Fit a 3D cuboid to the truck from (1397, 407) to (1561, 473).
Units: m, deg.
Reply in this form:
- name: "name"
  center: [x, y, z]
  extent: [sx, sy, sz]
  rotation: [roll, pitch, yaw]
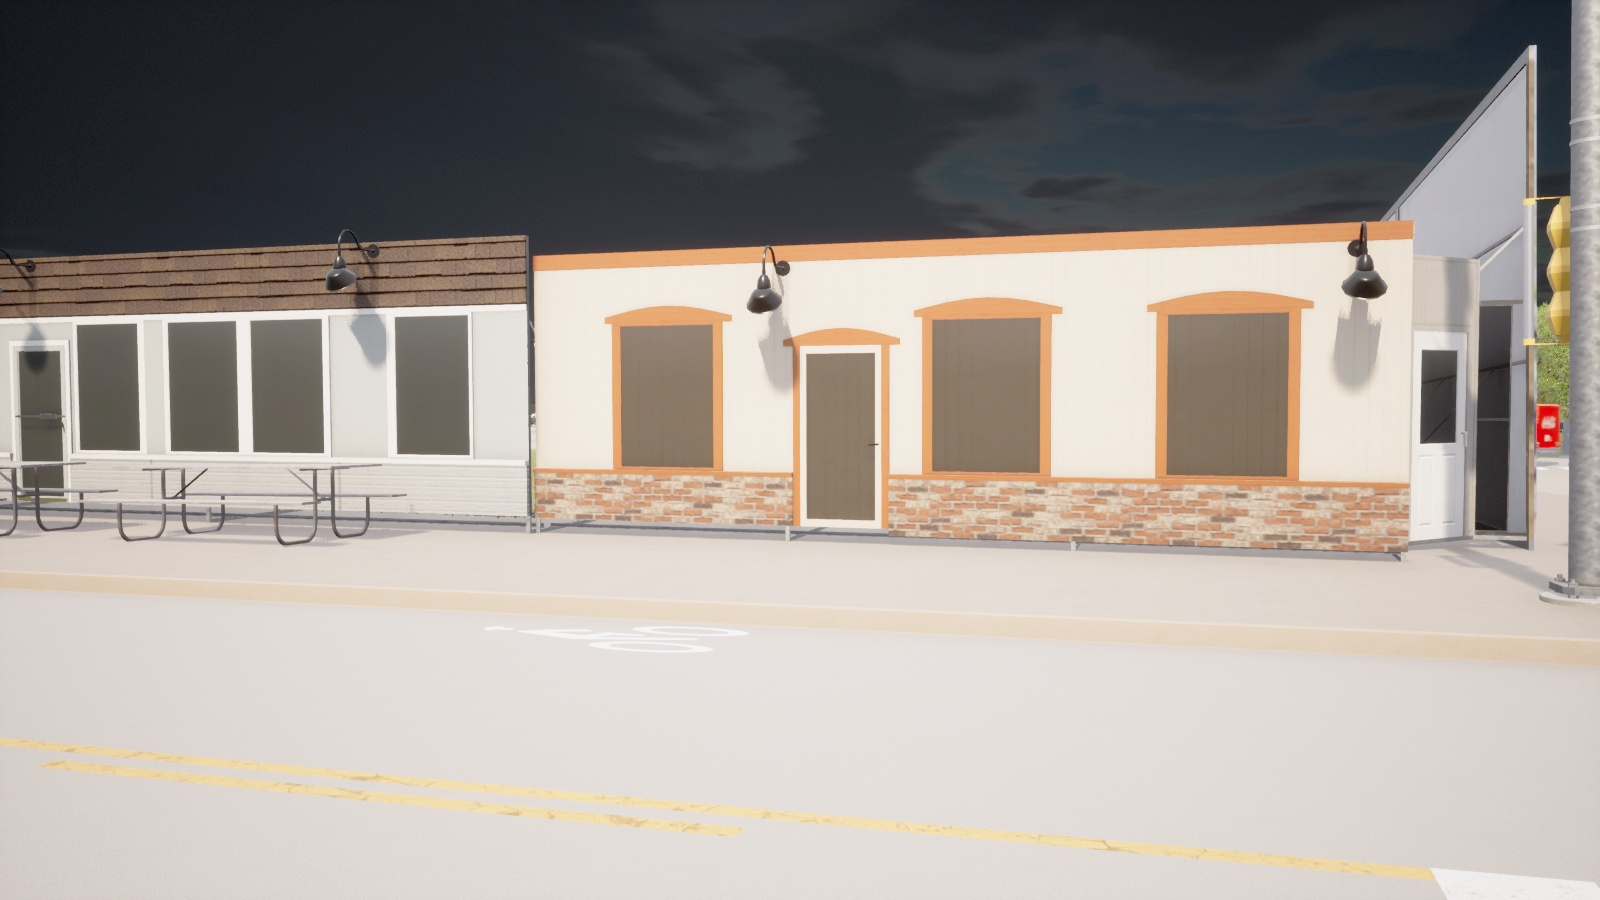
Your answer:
- name: "truck"
  center: [27.576, -0.477, 51.153]
  extent: [2.627, 2.467, 5.204]
  rotation: [-1, 3, -39]

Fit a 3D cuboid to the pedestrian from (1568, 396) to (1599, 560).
- name: "pedestrian"
  center: [9.514, 0.314, 14.507]
  extent: [0.874, 1.855, 0.900]
  rotation: [0, 1, 16]
